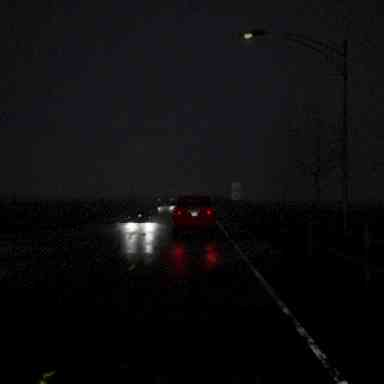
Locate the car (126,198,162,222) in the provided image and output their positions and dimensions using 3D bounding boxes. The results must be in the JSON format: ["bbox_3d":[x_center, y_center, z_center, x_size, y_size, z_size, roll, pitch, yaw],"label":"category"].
[{"bbox_3d":[-3.589,1.418,24.762,1.994,1.385,4.181,0,0,0],"label":"car"}]

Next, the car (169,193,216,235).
[{"bbox_3d":[0.108,1.114,18.209,2.150,2.045,5.566,0,0,0],"label":"car"}]

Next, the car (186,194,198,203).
[{"bbox_3d":[0.024,1.141,59.051,2.128,1.511,4.902,0,0,0],"label":"car"}]

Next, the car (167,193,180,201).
[{"bbox_3d":[-3.474,0.953,63.640,2.128,1.511,4.902,0,0,0],"label":"car"}]

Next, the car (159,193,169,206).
[{"bbox_3d":[-3.556,1.074,46.793,2.097,1.767,4.553,0,0,0],"label":"car"}]
